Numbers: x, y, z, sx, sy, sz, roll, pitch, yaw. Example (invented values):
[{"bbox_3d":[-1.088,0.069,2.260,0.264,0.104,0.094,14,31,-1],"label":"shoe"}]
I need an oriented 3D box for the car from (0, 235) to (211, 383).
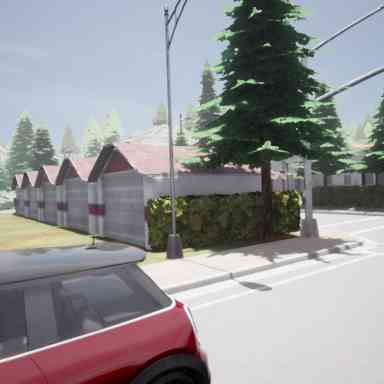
[{"bbox_3d":[-2.108,1.355,2.491,4.553,1.767,2.097,-2,1,-36],"label":"car"}]
